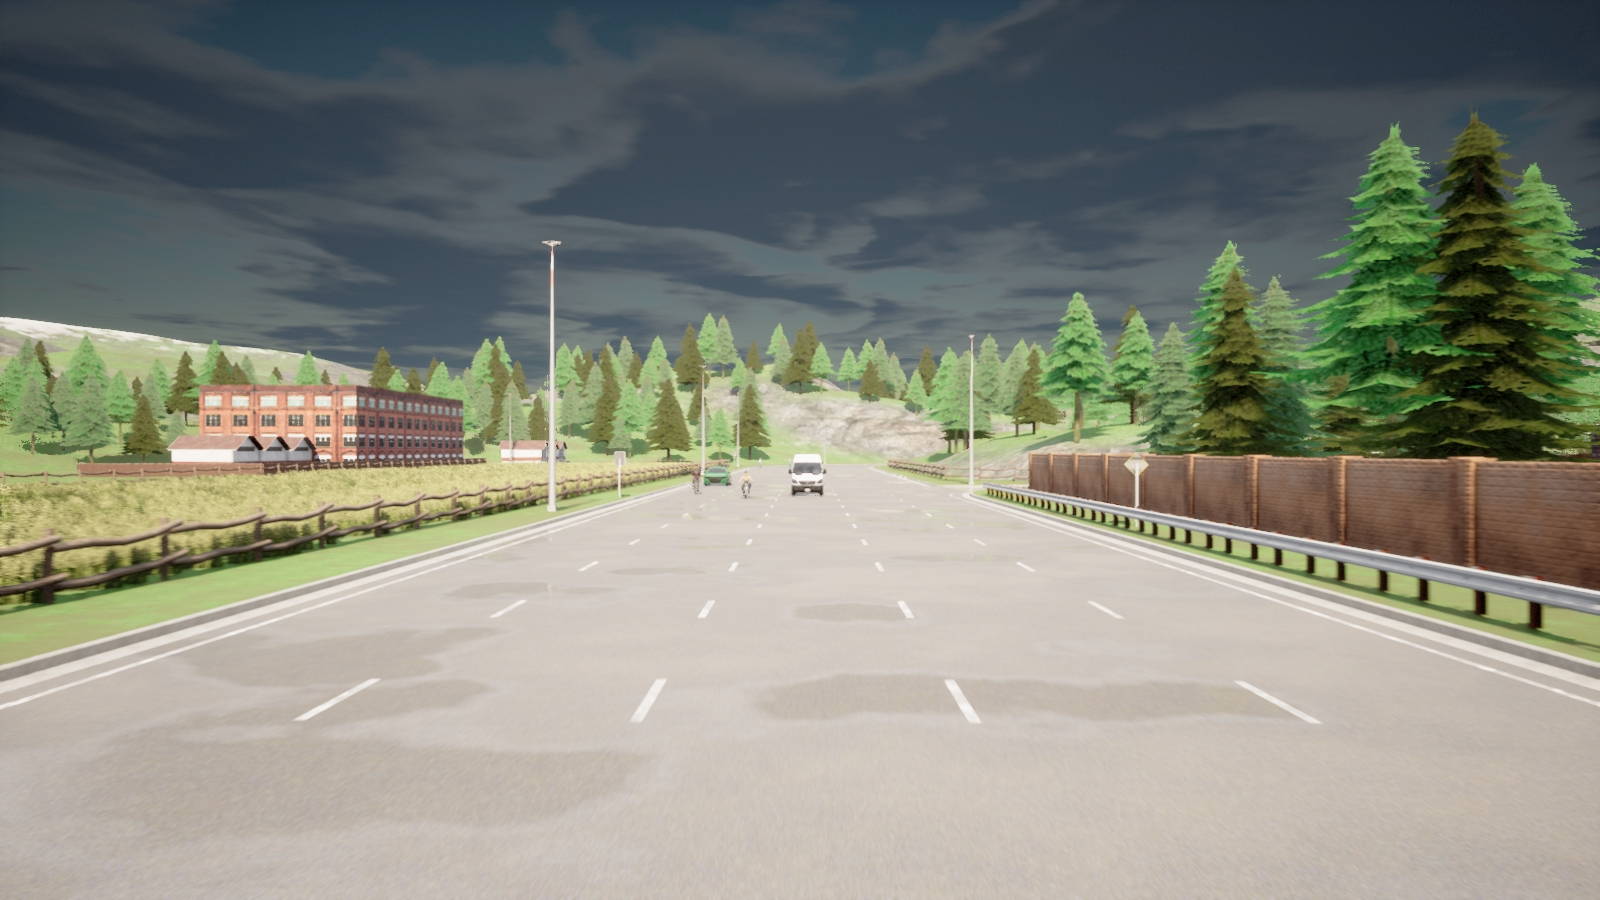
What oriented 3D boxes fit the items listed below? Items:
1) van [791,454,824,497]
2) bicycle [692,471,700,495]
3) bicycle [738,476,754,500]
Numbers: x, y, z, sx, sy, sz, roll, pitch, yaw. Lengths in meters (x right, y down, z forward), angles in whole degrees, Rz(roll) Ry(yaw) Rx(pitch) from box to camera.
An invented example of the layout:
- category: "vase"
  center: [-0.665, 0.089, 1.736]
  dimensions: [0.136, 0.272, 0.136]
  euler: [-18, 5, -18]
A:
- category: "van"
  center: [0.470, 1.535, 71.201]
  dimensions: [1.988, 2.561, 5.915]
  euler: [0, 0, 0]
- category: "bicycle"
  center: [-6.484, 2.059, 71.201]
  dimensions: [0.329, 1.471, 1.835]
  euler: [0, 0, 1]
- category: "bicycle"
  center: [-3.074, 2.157, 65.221]
  dimensions: [0.859, 1.276, 1.487]
  euler: [0, 0, 1]
